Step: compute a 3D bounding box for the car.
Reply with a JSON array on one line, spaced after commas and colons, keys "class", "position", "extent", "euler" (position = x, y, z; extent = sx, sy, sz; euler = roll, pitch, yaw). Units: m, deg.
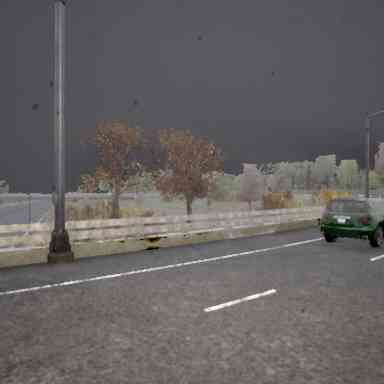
[{"class": "car", "position": [7.944, 1.256, 15.200], "extent": [5.566, 2.045, 2.150], "euler": [0, 0, -44]}]
